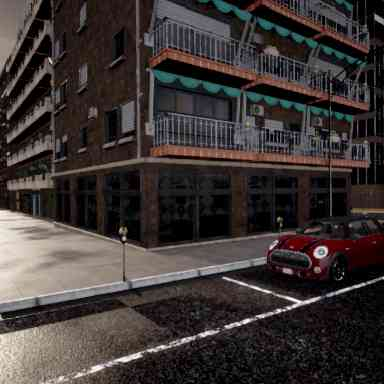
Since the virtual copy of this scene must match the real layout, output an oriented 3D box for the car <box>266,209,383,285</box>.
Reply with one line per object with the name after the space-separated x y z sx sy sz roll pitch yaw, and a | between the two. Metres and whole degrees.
3.987 1.438 9.431 4.097 1.590 1.967 0 -1 -36 | car
